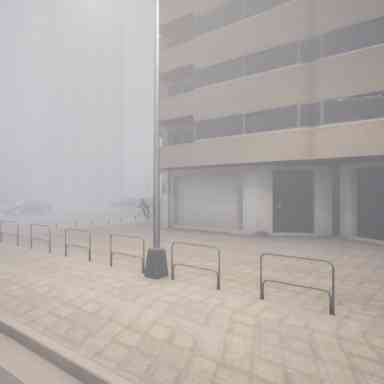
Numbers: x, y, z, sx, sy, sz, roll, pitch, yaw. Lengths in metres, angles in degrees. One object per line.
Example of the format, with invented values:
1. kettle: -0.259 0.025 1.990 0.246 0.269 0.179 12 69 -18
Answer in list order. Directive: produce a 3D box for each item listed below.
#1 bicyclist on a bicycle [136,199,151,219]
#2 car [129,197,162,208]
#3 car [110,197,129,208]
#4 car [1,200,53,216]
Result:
1. bicyclist on a bicycle: -3.846 1.356 26.430 1.656 1.620 0.582 0 0 38
2. car: -6.095 1.558 47.031 1.837 1.490 4.892 0 0 38
3. car: -9.527 1.530 48.338 1.882 1.535 5.008 0 0 38
4. car: -16.599 1.557 33.620 1.837 1.490 4.892 0 0 38
